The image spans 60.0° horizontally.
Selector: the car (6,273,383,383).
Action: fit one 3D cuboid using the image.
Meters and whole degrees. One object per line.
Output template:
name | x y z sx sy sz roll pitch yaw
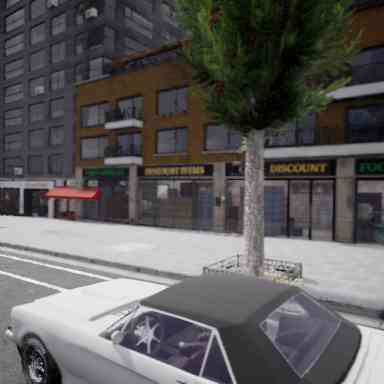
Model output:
car | 0.017 1.606 3.551 4.718 1.301 1.895 0 0 36
